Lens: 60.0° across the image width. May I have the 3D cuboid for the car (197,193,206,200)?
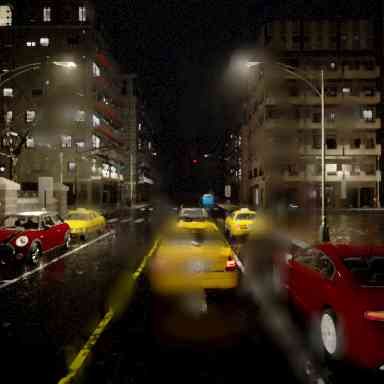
[{"bbox_3d":[2.575,1.249,89.045,2.192,1.841,5.009,1,0,0],"label":"car"}]

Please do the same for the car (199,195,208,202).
[{"bbox_3d":[2.588,1.503,77.703,2.008,1.369,4.403,1,0,0],"label":"car"}]

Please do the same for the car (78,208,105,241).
[{"bbox_3d":[-5.706,1.528,16.862,1.752,1.417,4.829,1,0,0],"label":"car"}]

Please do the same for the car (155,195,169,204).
[{"bbox_3d":[-5.769,1.556,60.736,1.802,1.307,4.206,1,0,0],"label":"car"}]

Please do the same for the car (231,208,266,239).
[{"bbox_3d":[2.673,1.527,17.197,1.752,1.417,4.829,1,0,0],"label":"car"}]

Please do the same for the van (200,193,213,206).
[{"bbox_3d":[2.623,1.321,55.019,1.690,1.788,3.998,1,0,0],"label":"van"}]

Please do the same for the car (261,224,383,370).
[{"bbox_3d":[2.689,1.546,5.793,1.887,1.381,4.507,1,0,0],"label":"car"}]

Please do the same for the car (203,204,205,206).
[{"bbox_3d":[0.079,1.603,19.652,1.895,1.301,4.718,0,0,0],"label":"car"}]

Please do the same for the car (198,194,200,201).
[{"bbox_3d":[2.612,1.519,60.691,1.887,1.381,4.507,1,0,0],"label":"car"}]

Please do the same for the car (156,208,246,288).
[{"bbox_3d":[0.086,1.458,9.163,1.801,1.575,5.366,0,0,0],"label":"car"}]

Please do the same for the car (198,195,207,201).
[{"bbox_3d":[2.580,1.494,83.374,2.008,1.369,4.403,1,0,0],"label":"car"}]

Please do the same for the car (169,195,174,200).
[{"bbox_3d":[-5.809,1.516,89.091,1.802,1.307,4.206,1,0,0],"label":"car"}]

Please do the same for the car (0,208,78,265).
[{"bbox_3d":[-5.698,1.442,11.417,1.967,1.590,4.097,1,0,0],"label":"car"}]
